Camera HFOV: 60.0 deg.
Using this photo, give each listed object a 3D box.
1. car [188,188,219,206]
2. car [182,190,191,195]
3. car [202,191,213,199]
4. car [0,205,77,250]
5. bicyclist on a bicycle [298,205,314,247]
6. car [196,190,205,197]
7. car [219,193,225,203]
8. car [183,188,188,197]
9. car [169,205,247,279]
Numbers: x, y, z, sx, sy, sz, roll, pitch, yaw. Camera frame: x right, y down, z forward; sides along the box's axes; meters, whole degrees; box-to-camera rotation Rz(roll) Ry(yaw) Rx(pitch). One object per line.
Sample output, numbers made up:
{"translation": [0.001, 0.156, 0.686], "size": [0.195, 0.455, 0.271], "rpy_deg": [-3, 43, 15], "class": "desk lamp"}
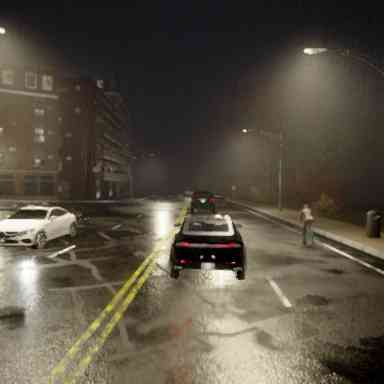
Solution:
{"translation": [0.950, 0.844, 30.344], "size": [2.150, 2.045, 5.566], "rpy_deg": [1, 1, 1], "class": "car"}
{"translation": [-1.618, 0.162, 95.233], "size": [2.033, 1.411, 5.357], "rpy_deg": [1, 1, -5], "class": "car"}
{"translation": [3.266, 0.588, 71.185], "size": [1.882, 1.535, 5.008], "rpy_deg": [1, 1, -3], "class": "car"}
{"translation": [-6.100, 1.277, 13.184], "size": [1.812, 1.442, 4.674], "rpy_deg": [1, 1, 2], "class": "car"}
{"translation": [4.639, 1.341, 13.480], "size": [0.582, 1.620, 1.656], "rpy_deg": [1, 0, 2], "class": "bicyclist on a bicycle"}
{"translation": [2.223, 0.345, 87.916], "size": [1.882, 1.535, 5.008], "rpy_deg": [1, 1, -5], "class": "car"}
{"translation": [4.026, 0.864, 52.385], "size": [2.128, 1.511, 4.902], "rpy_deg": [1, 1, -1], "class": "car"}
{"translation": [-0.810, 0.095, 84.831], "size": [2.150, 2.045, 5.566], "rpy_deg": [1, 1, -4], "class": "car"}
{"translation": [0.452, 1.373, 9.677], "size": [2.128, 1.511, 4.902], "rpy_deg": [1, 1, 2], "class": "car"}
